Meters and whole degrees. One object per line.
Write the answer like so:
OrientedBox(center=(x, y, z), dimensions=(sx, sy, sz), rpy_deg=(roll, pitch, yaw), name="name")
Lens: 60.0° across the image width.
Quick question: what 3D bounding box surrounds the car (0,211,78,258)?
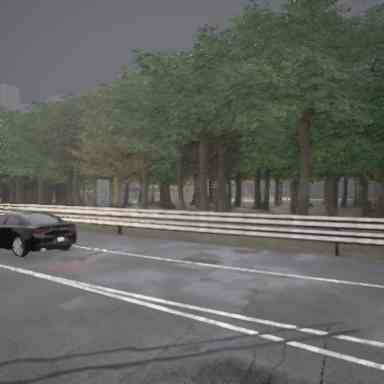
OrientedBox(center=(-6.569, 1.483, 12.914), dimensions=(5.008, 1.535, 1.882), rpy_deg=(0, 0, 35), name="car")
